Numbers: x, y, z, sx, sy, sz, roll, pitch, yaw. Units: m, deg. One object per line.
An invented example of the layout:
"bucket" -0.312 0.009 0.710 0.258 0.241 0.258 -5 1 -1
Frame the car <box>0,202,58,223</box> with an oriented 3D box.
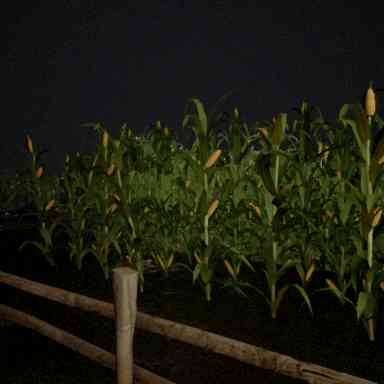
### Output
"car" -12.045 1.447 24.428 1.994 1.385 4.181 0 1 35
